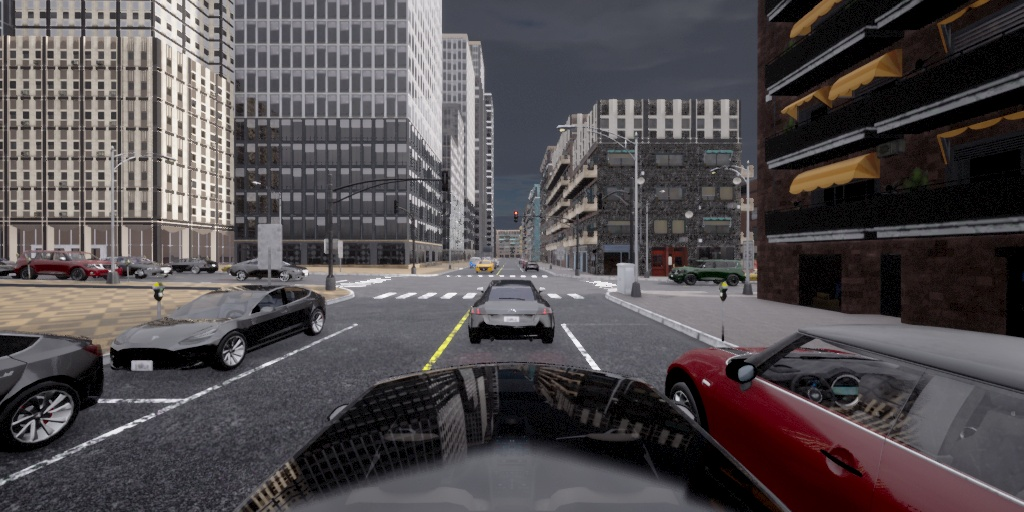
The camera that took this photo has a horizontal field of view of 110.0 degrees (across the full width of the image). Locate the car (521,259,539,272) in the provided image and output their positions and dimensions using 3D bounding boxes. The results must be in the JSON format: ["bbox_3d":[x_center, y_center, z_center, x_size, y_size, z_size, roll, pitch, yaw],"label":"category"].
[{"bbox_3d":[2.566,1.319,47.369,1.948,1.339,4.313,0,0,0],"label":"car"}]

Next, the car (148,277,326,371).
[{"bbox_3d":[-5.703,1.315,7.701,1.948,1.339,4.313,0,0,0],"label":"car"}]

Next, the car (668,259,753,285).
[{"bbox_3d":[15.509,1.290,28.602,5.566,2.045,2.150,1,0,-1],"label":"car"}]

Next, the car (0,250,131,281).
[{"bbox_3d":[-27.440,0.590,22.208,5.009,1.841,2.192,0,0,-1],"label":"car"}]

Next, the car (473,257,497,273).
[{"bbox_3d":[-3.211,1.230,42.985,1.882,1.535,5.008,0,0,0],"label":"car"}]

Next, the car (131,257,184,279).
[{"bbox_3d":[-26.364,0.780,24.816,4.902,1.511,2.128,1,0,-1],"label":"car"}]

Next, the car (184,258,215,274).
[{"bbox_3d":[-27.566,0.815,30.589,4.313,1.339,1.948,0,0,-1],"label":"car"}]

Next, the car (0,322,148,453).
[{"bbox_3d":[-5.688,1.316,2.455,1.948,1.339,4.313,0,0,0],"label":"car"}]

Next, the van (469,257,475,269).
[{"bbox_3d":[-5.843,1.097,57.312,1.690,1.789,3.998,0,0,0],"label":"van"}]

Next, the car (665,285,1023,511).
[{"bbox_3d":[2.692,1.190,2.479,1.967,1.591,4.097,0,0,0],"label":"car"}]

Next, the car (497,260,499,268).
[{"bbox_3d":[-3.237,1.247,53.426,2.128,1.511,4.902,0,0,0],"label":"car"}]

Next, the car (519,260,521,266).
[{"bbox_3d":[2.538,1.301,57.336,1.888,1.381,4.507,0,0,0],"label":"car"}]

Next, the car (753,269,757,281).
[{"bbox_3d":[21.286,1.698,31.278,4.829,1.417,1.751,0,0,-1],"label":"car"}]

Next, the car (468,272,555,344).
[{"bbox_3d":[-0.017,1.314,9.634,1.994,1.385,4.181,0,0,0],"label":"car"}]

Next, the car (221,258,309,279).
[{"bbox_3d":[-16.791,0.959,24.954,4.902,1.511,2.128,1,0,-1],"label":"car"}]

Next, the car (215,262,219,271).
[{"bbox_3d":[-22.122,0.880,30.753,4.829,1.417,1.751,0,0,-1],"label":"car"}]
